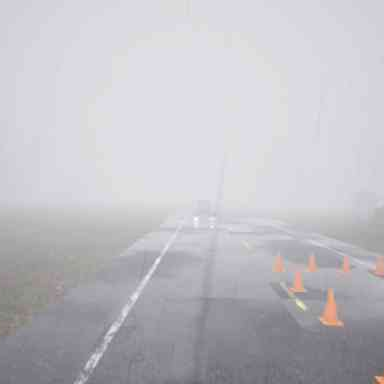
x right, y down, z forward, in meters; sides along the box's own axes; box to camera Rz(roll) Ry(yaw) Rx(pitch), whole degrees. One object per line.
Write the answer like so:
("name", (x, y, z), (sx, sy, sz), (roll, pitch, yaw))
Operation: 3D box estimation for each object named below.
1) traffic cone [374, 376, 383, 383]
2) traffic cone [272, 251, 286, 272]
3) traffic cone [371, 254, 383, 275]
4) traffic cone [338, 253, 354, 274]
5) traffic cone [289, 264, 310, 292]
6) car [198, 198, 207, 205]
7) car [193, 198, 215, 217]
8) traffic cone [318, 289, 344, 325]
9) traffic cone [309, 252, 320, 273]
("traffic cone", (2.452, 2.033, 4.002), (0.340, 0.580, 0.340), (1, 0, 2))
("traffic cone", (2.609, 2.070, 10.000), (0.340, 0.580, 0.340), (1, 0, 2))
("traffic cone", (5.607, 2.136, 9.921), (0.340, 0.580, 0.340), (1, 0, 2))
("traffic cone", (4.608, 2.114, 9.947), (0.340, 0.580, 0.340), (1, 0, 2))
("traffic cone", (2.557, 2.058, 8.001), (0.340, 0.580, 0.340), (1, 0, 2))
("car", (2.243, 2.065, 72.601), (1.994, 1.385, 4.181), (1, 0, 1))
("car", (1.240, 1.584, 34.027), (2.097, 1.767, 4.553), (1, 0, 2))
("traffic cone", (2.504, 2.045, 6.001), (0.340, 0.580, 0.340), (1, 0, 2))
("traffic cone", (3.609, 2.092, 9.974), (0.340, 0.580, 0.340), (1, 0, 2))
